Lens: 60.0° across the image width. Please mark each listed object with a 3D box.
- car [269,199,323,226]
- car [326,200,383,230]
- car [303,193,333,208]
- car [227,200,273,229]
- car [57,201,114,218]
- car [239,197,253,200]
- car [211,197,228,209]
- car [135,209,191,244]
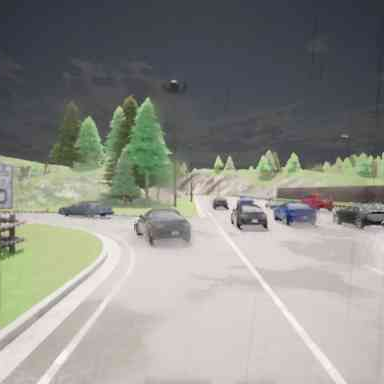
[{"bbox_3d":[7.104,1.450,23.404,1.882,1.535,5.008,0,0,0],"label":"car"},{"bbox_3d":[10.604,1.466,20.801,2.128,1.511,4.902,0,0,0],"label":"car"},{"bbox_3d":[14.108,1.176,37.877,2.150,2.045,5.566,0,0,0],"label":"car"},{"bbox_3d":[3.604,1.500,21.367,1.812,1.442,4.674,0,0,0],"label":"car"},{"bbox_3d":[-9.340,1.514,29.188,5.357,1.411,2.033,0,0,29],"label":"car"},{"bbox_3d":[7.108,1.425,44.374,1.882,1.535,5.008,0,0,0],"label":"car"},{"bbox_3d":[3.608,1.454,43.564,1.837,1.490,4.892,0,0,0],"label":"car"},{"bbox_3d":[-1.450,1.507,15.730,1.812,1.442,4.674,1,0,-19],"label":"car"}]
